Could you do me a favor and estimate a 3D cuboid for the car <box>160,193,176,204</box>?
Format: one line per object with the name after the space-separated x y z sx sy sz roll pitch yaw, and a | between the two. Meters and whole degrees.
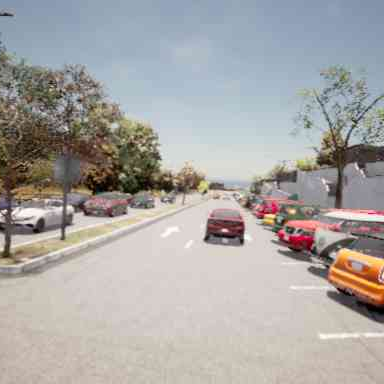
-3.539 0.963 50.839 2.128 1.511 4.902 4 0 6 | car

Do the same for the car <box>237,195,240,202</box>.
10.329 1.909 52.709 5.366 1.575 1.946 5 1 -14 | car

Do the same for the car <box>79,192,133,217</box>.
-6.299 0.808 24.798 2.097 1.767 4.553 4 1 6 | car

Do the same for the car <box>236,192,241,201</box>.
10.810 1.686 55.728 5.566 2.045 2.435 5 1 -14 | car

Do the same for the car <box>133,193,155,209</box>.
-5.192 0.931 35.525 1.837 1.490 4.892 4 1 6 | car

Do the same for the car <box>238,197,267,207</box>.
11.726 1.978 64.701 5.008 1.535 2.097 5 0 -14 | car

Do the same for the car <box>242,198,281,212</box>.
10.380 1.931 49.822 5.366 1.575 1.946 5 0 -14 | car

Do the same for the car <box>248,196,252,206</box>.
8.710 1.792 34.851 4.553 1.767 2.185 5 1 -14 | car

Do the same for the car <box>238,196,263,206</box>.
12.387 1.877 70.676 4.553 1.767 2.185 5 1 -14 | car

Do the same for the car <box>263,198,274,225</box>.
6.844 1.717 16.936 5.566 2.045 2.435 5 0 -14 | car

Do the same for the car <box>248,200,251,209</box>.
8.366 1.923 31.861 4.892 1.521 2.231 5 1 -14 | car

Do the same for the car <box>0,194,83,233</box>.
-7.278 1.005 16.062 1.812 1.442 4.674 4 1 5 | car

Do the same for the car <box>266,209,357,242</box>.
7.108 1.995 19.922 4.674 1.452 2.002 5 0 -14 | car

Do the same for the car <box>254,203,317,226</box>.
8.076 1.959 28.890 4.792 1.488 2.163 5 0 -14 | car

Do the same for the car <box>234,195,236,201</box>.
12.985 2.037 76.660 4.792 1.488 2.163 5 0 -14 | car

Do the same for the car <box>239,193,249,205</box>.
9.635 1.661 43.816 5.566 2.045 2.435 5 0 -14 | car

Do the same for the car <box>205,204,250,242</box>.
1.759 1.589 17.482 1.882 1.535 5.008 4 1 6 | car

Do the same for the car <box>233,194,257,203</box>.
14.186 1.709 88.578 5.566 2.045 2.435 5 1 -14 | car

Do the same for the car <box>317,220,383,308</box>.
5.752 1.861 7.950 4.553 1.767 2.185 5 0 -13 | car

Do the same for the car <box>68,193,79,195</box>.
-9.154 0.784 26.343 2.033 1.411 5.357 4 1 6 | car

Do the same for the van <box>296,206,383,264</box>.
6.037 1.747 10.914 4.442 1.987 1.878 5 1 -14 | van

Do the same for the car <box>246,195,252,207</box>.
8.953 1.782 37.828 4.553 1.767 2.185 5 0 -14 | car

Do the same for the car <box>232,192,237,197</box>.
13.315 1.753 79.640 5.566 2.045 2.435 5 1 -14 | car

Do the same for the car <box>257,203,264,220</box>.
7.611 1.958 22.953 5.366 1.575 1.946 5 0 -14 | car

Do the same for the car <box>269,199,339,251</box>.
6.463 1.721 13.923 5.566 2.045 2.435 5 1 -14 | car

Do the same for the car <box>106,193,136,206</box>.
-7.966 0.809 37.789 1.895 1.301 4.718 4 1 5 | car

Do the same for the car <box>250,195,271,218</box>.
7.791 1.689 25.900 5.566 2.045 2.435 5 0 -14 | car
